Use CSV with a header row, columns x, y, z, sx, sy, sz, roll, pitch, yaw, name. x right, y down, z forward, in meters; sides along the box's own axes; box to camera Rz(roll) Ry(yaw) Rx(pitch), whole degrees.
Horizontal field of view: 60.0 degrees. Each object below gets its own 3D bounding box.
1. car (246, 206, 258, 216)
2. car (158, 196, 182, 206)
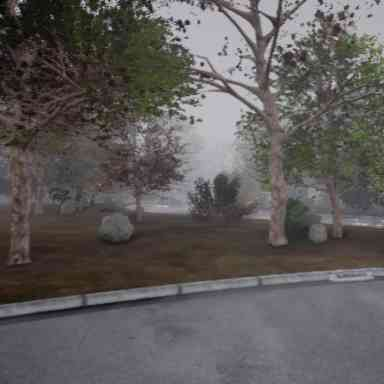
x,y,z,sx,sy,sz,roll,pitch,yaw,name
2.925,1.374,28.757,5.357,1.411,2.033,0,0,35,car
-3.237,1.308,49.050,1.994,1.385,4.181,0,-1,29,car
